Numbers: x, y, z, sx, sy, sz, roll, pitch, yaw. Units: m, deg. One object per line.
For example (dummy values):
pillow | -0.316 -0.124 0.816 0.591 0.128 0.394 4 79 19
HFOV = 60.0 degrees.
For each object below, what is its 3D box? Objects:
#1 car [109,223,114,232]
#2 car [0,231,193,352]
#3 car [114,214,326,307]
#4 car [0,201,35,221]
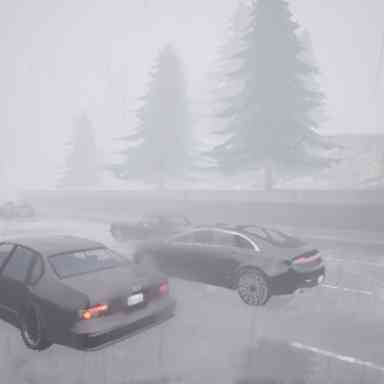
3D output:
car | -1.450 1.598 14.180 4.718 1.301 1.895 0 0 40
car | -2.759 1.537 6.205 5.357 1.411 2.033 0 0 38
car | 0.627 1.497 8.058 4.902 1.511 2.128 0 0 38
car | -13.991 1.431 26.248 2.128 1.511 4.902 0 0 -43
